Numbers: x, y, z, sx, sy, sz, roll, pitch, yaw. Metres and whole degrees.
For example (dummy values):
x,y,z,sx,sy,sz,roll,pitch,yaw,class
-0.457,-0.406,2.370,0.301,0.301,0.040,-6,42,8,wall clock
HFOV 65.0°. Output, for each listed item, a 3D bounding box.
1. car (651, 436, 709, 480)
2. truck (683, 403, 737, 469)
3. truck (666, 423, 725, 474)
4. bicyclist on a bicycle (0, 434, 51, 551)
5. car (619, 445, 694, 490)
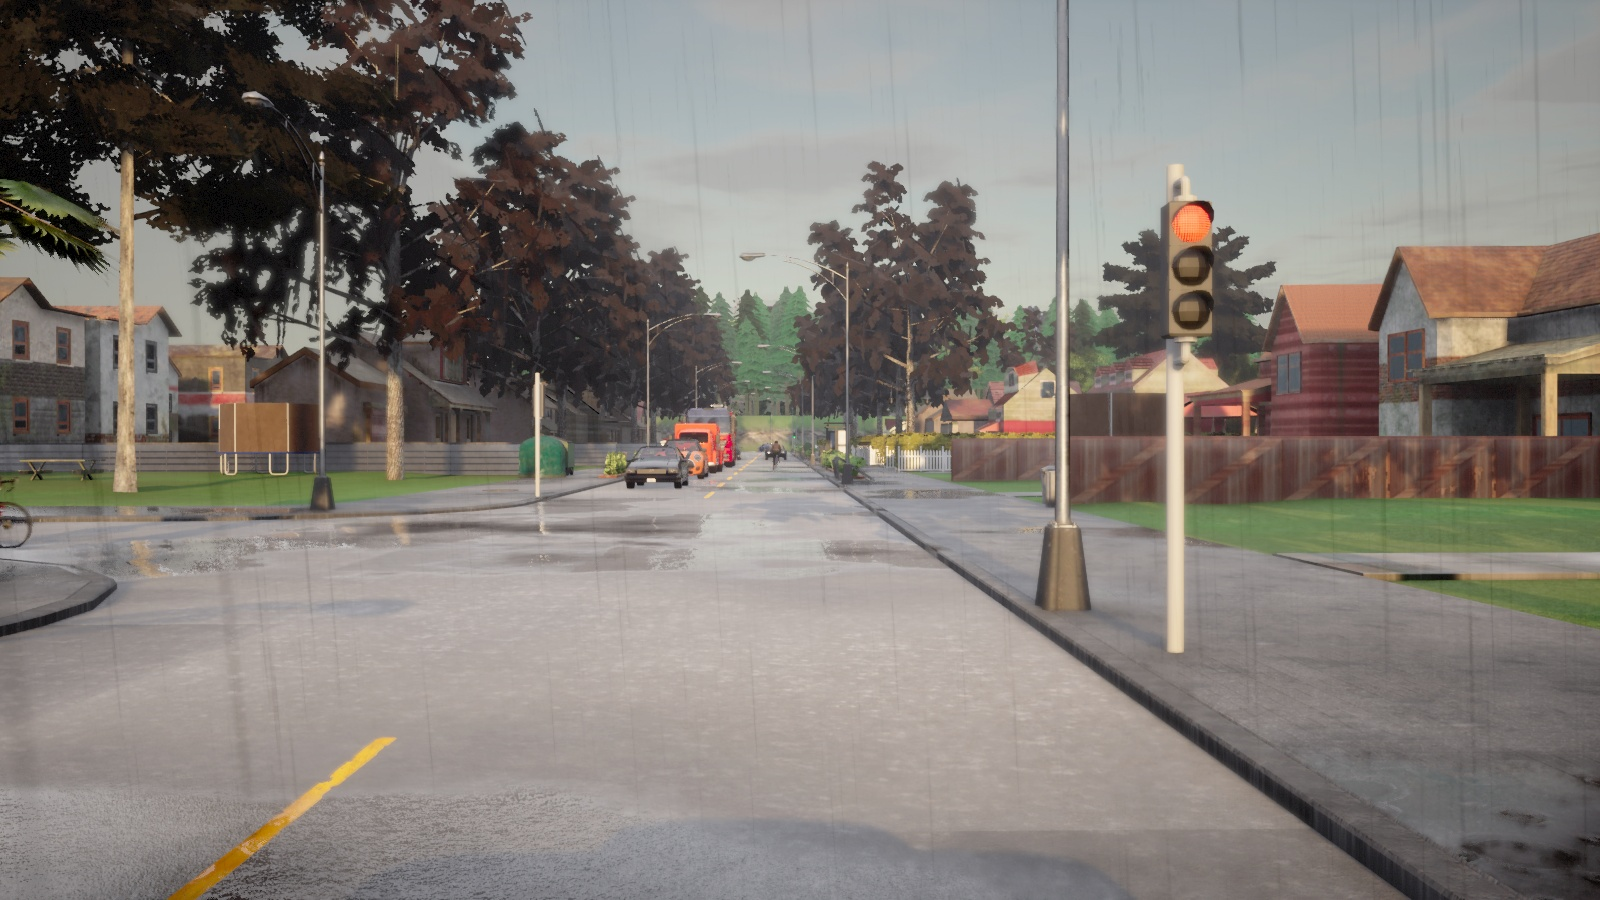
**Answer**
x,y,z,sx,sy,sz,roll,pitch,yaw,class
-4.985,0.303,52.843,2.097,1.767,4.553,0,0,-1,car
-5.471,-0.859,77.393,2.891,3.827,8.468,0,0,-1,truck
-5.189,-0.103,63.076,2.627,2.467,5.204,0,0,-1,truck
-11.615,0.589,17.797,1.656,1.620,0.582,0,1,2,bicyclist on a bicycle
-4.789,0.549,42.690,2.033,1.411,5.357,0,0,-1,car
